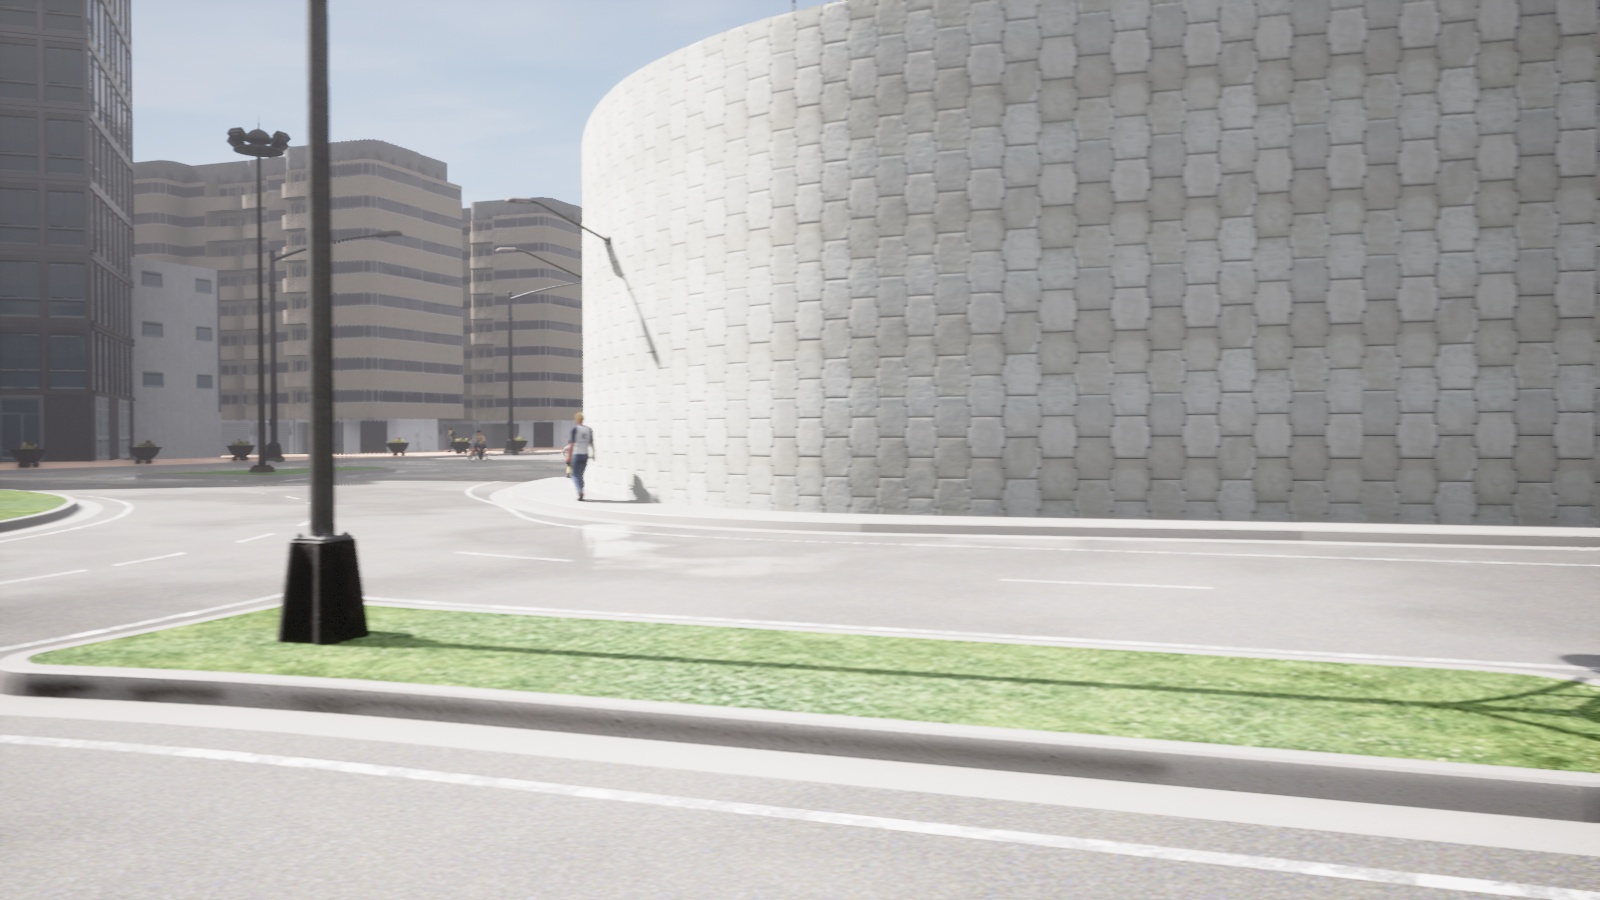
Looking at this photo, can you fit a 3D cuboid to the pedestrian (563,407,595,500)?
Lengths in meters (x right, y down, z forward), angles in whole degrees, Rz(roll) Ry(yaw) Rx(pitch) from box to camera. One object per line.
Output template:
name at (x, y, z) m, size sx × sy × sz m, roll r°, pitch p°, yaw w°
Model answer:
pedestrian at (-4.409, 0.058, 25.084) m, size 0.354 × 1.836 × 0.706 m, roll 0°, pitch 1°, yaw -36°
